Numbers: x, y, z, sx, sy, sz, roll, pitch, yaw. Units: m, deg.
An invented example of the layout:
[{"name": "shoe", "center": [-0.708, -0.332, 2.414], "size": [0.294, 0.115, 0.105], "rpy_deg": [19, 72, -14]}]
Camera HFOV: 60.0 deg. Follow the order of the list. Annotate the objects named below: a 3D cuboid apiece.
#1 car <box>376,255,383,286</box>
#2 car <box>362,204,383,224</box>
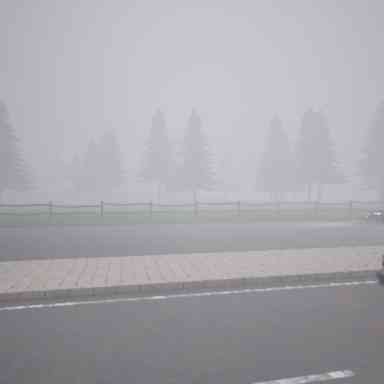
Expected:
[{"name": "car", "center": [6.627, 1.556, 6.930], "size": [5.357, 1.411, 2.033], "rpy_deg": [0, 0, -13]}, {"name": "car", "center": [14.937, 1.516, 24.512], "size": [4.902, 1.511, 2.128], "rpy_deg": [0, 0, -13]}]
